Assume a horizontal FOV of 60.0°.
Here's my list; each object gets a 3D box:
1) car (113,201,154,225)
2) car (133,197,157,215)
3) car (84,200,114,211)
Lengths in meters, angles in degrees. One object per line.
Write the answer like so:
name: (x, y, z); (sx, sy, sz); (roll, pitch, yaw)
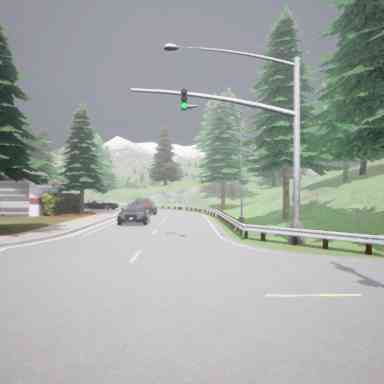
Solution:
car: (-4.098, 1.563, 23.899); (1.994, 1.385, 4.181); (0, 0, -2)
car: (-4.974, 1.351, 33.686); (2.097, 1.767, 4.553); (0, 0, -19)
car: (-11.582, 1.607, 41.395); (4.718, 1.301, 1.895); (0, 0, 14)
